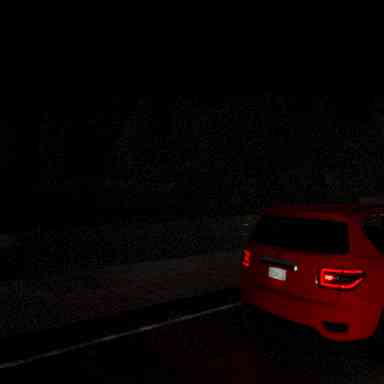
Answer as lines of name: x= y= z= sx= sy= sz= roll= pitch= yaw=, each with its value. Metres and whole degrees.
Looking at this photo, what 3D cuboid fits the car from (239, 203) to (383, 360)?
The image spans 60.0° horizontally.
car: x=3.357 y=1.221 z=6.141 sx=5.566 sy=2.045 sz=2.150 roll=0 pitch=0 yaw=-35
